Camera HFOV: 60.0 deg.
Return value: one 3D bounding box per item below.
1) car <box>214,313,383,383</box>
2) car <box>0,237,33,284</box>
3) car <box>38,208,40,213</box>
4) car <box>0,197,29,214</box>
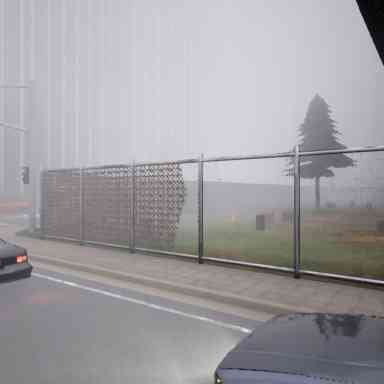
[{"bbox_3d":[2.720,1.547,2.052,5.357,1.411,2.033,0,0,35],"label":"car"},{"bbox_3d":[-6.207,1.547,8.397,5.357,1.411,2.033,0,0,35],"label":"car"},{"bbox_3d":[-13.095,1.508,33.347,1.994,1.385,4.181,0,0,36],"label":"car"},{"bbox_3d":[-18.254,1.298,32.156,2.097,1.767,4.553,0,0,36],"label":"car"}]
